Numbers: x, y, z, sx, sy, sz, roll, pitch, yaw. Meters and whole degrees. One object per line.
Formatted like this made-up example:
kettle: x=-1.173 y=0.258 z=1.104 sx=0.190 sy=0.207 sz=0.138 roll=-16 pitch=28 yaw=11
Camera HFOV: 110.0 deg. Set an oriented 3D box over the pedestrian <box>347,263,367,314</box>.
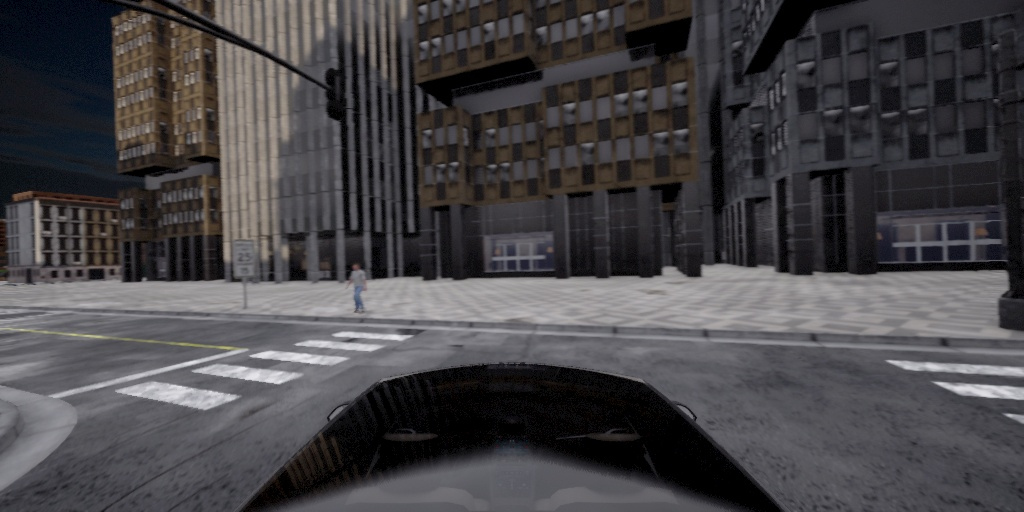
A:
pedestrian: x=-5.399 y=1.108 z=12.631 sx=0.375 sy=1.860 sz=0.375 roll=-2 pitch=0 yaw=21
